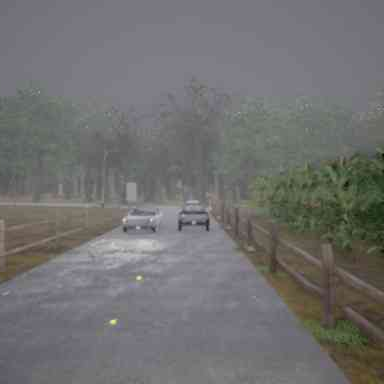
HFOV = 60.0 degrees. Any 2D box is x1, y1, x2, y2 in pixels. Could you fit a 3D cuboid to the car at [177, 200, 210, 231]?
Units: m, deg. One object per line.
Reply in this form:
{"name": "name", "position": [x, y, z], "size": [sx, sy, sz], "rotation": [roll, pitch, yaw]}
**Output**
{"name": "car", "position": [0.096, 1.468, 20.566], "size": [2.128, 1.511, 4.902], "rotation": [0, 0, 0]}

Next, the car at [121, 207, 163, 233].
{"name": "car", "position": [-2.847, 1.578, 19.757], "size": [1.895, 1.301, 4.718], "rotation": [0, 0, 0]}
